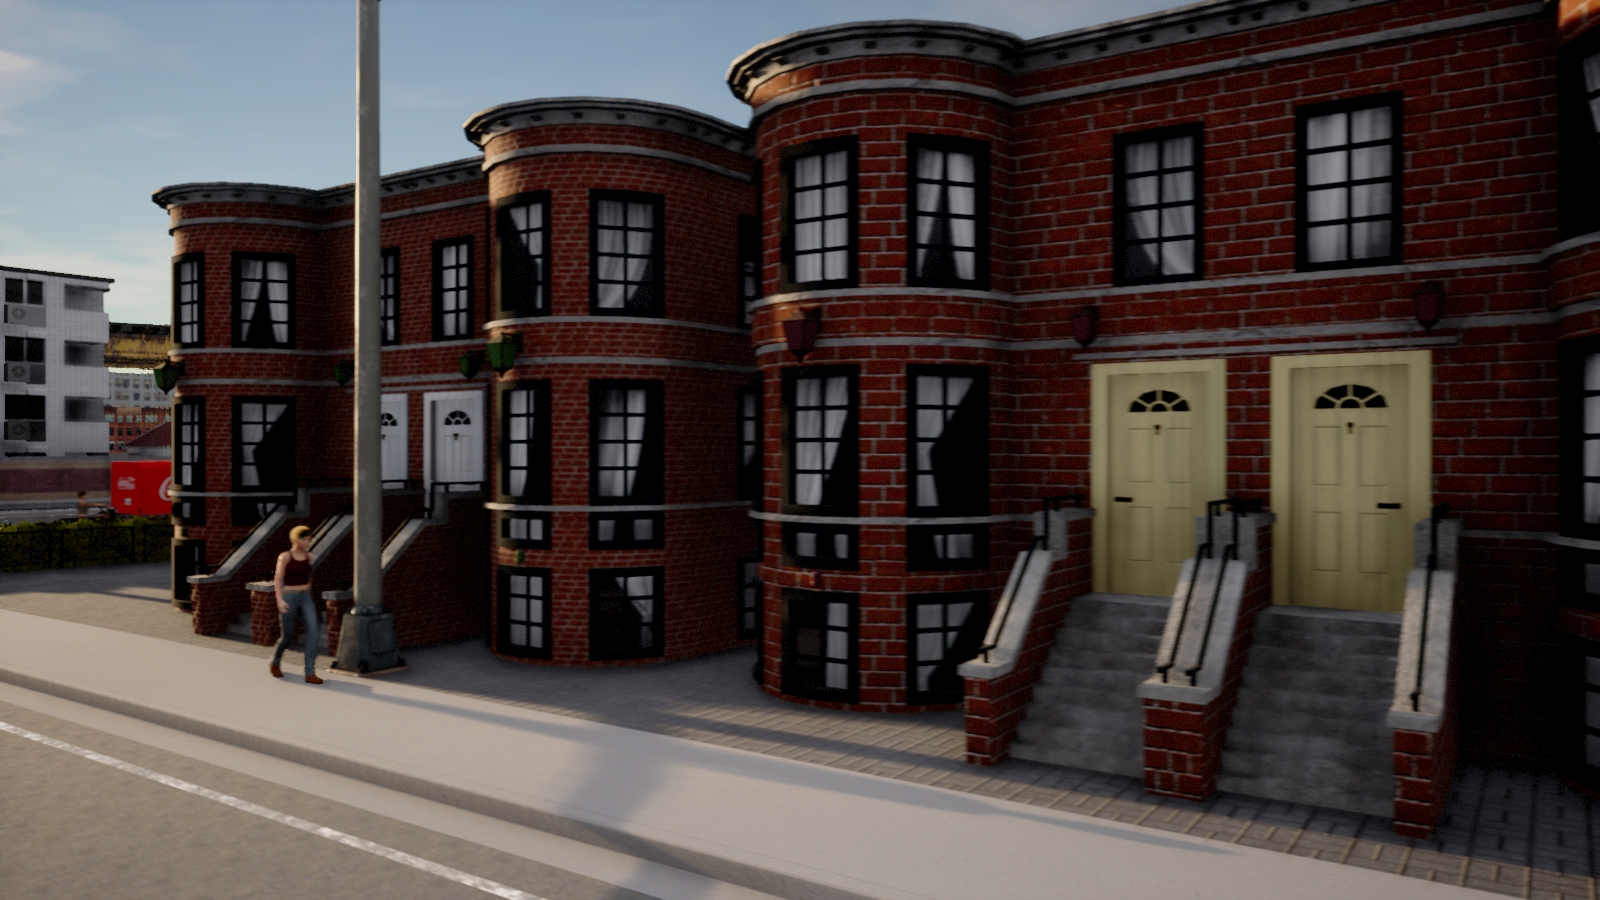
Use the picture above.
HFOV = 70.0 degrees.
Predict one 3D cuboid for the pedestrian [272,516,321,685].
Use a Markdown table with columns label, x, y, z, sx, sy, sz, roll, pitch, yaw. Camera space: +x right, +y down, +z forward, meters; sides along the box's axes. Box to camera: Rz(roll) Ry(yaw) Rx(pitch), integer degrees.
| label | x | y | z | sx | sy | sz | roll | pitch | yaw |
| --- | --- | --- | --- | --- | --- | --- | --- | --- | --- |
| pedestrian | -5.747 | 1.698 | 13.047 | 0.375 | 1.860 | 0.375 | 0 | 0 | 34 |

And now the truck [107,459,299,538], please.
| label | x | y | z | sx | sy | sz | roll | pitch | yaw |
| --- | --- | --- | --- | --- | --- | --- | --- | --- | --- |
| truck | -20.364 | 1.567 | 39.164 | 2.627 | 2.467 | 5.204 | 0 | 0 | 36 |
